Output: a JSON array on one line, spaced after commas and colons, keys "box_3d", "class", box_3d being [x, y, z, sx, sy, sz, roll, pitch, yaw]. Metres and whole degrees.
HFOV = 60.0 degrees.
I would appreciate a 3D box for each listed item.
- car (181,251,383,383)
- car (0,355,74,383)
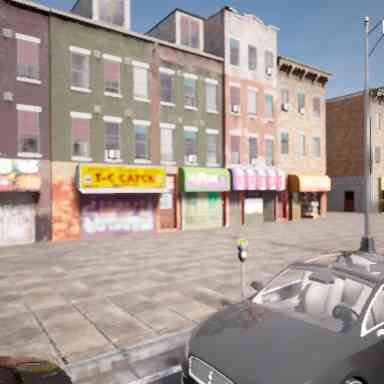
[{"box_3d": [1.914, 1.522, 4.178, 4.403, 1.369, 2.008, -1, 0, -35], "class": "car"}, {"box_3d": [-2.524, 1.578, 1.012, 4.313, 1.339, 1.947, -1, 0, -35], "class": "car"}]
